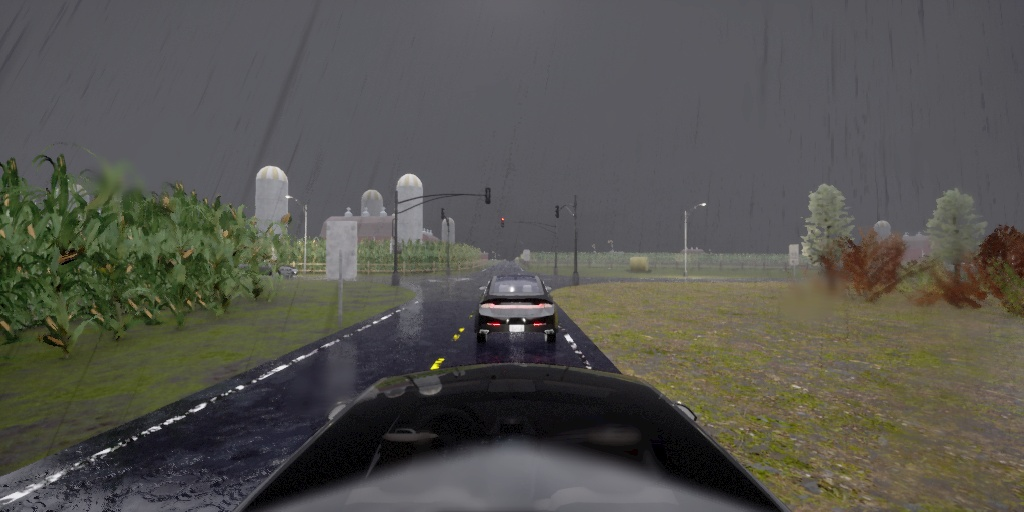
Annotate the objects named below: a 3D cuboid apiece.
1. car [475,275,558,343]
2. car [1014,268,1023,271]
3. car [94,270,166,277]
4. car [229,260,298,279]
[{"bbox_3d":[0.099,1.245,9.660,2.128,1.511,4.902,0,0,0],"label":"car"},{"bbox_3d":[48.659,1.720,33.524,4.674,1.442,1.812,1,-1,-5],"label":"car"},{"bbox_3d":[-30.386,1.031,28.229,5.357,1.411,2.033,0,-1,-3],"label":"car"},{"bbox_3d":[-19.947,1.059,28.811,4.902,1.511,2.128,0,-1,-4],"label":"car"}]
